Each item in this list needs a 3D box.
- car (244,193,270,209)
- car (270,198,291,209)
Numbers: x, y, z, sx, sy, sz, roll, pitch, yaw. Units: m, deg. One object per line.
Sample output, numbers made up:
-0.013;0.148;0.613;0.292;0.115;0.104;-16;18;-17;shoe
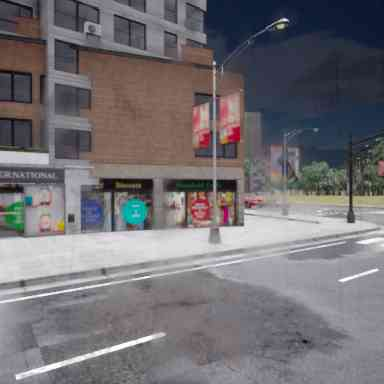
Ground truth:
7.454;1.110;44.200;2.150;2.045;5.566;0;0;-23;car
11.009;1.479;44.091;1.895;1.301;4.718;0;0;-22;car
